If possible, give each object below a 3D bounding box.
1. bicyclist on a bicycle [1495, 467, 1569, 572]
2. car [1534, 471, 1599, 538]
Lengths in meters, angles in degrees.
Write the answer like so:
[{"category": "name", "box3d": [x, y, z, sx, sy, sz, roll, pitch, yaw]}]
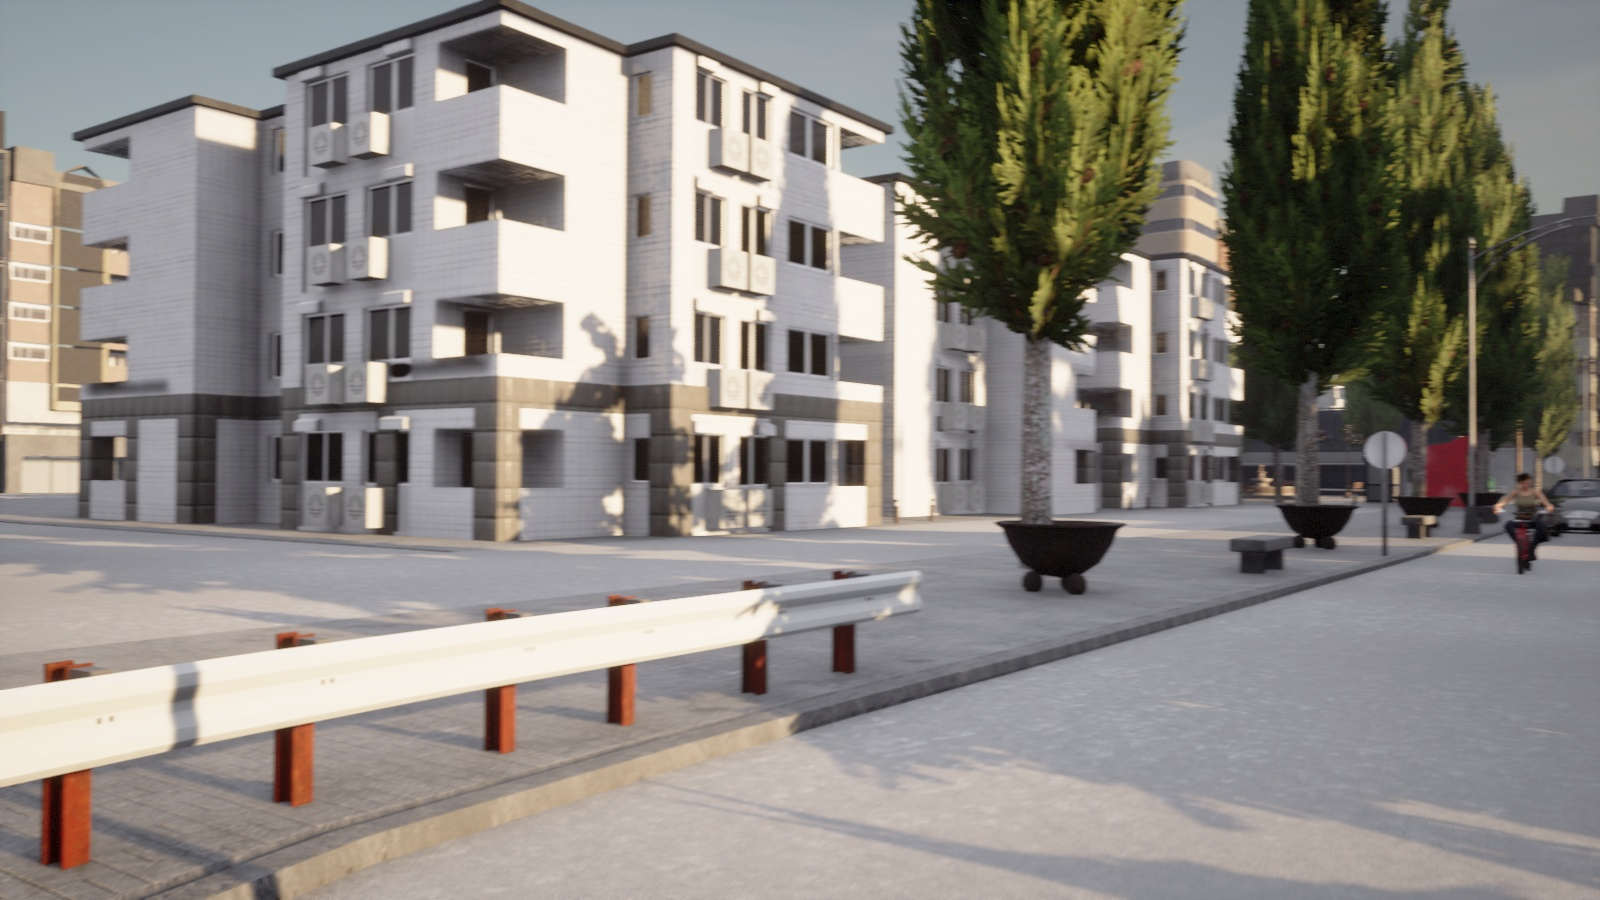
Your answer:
[{"category": "bicyclist on a bicycle", "box3d": [11.666, 1.072, 19.992, 0.866, 1.612, 1.509, -1, -1, 36]}, {"category": "car", "box3d": [19.228, 1.256, 30.281, 2.128, 1.511, 4.902, -1, -1, 36]}]
